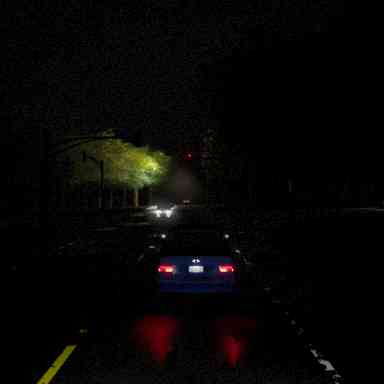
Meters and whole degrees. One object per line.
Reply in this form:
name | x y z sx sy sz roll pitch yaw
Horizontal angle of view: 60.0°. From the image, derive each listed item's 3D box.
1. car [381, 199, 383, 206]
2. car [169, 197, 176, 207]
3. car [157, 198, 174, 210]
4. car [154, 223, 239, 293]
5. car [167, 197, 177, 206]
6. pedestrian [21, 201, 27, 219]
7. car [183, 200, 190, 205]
car | 19.964 0.666 30.339 4.892 1.490 1.837 -2 -1 2
car | -4.359 1.910 58.932 2.097 1.767 4.553 0 -1 -1
car | -4.173 2.000 49.827 1.895 1.301 4.718 0 -1 -1
car | 0.089 1.550 8.997 2.033 1.411 5.357 0 0 0
car | -4.746 2.226 79.341 2.150 2.045 5.566 0 -1 -1
pedestrian | -18.094 1.918 35.666 0.375 1.860 0.375 0 1 2
car | -1.509 2.963 91.001 1.895 1.301 4.718 0 -2 -1
